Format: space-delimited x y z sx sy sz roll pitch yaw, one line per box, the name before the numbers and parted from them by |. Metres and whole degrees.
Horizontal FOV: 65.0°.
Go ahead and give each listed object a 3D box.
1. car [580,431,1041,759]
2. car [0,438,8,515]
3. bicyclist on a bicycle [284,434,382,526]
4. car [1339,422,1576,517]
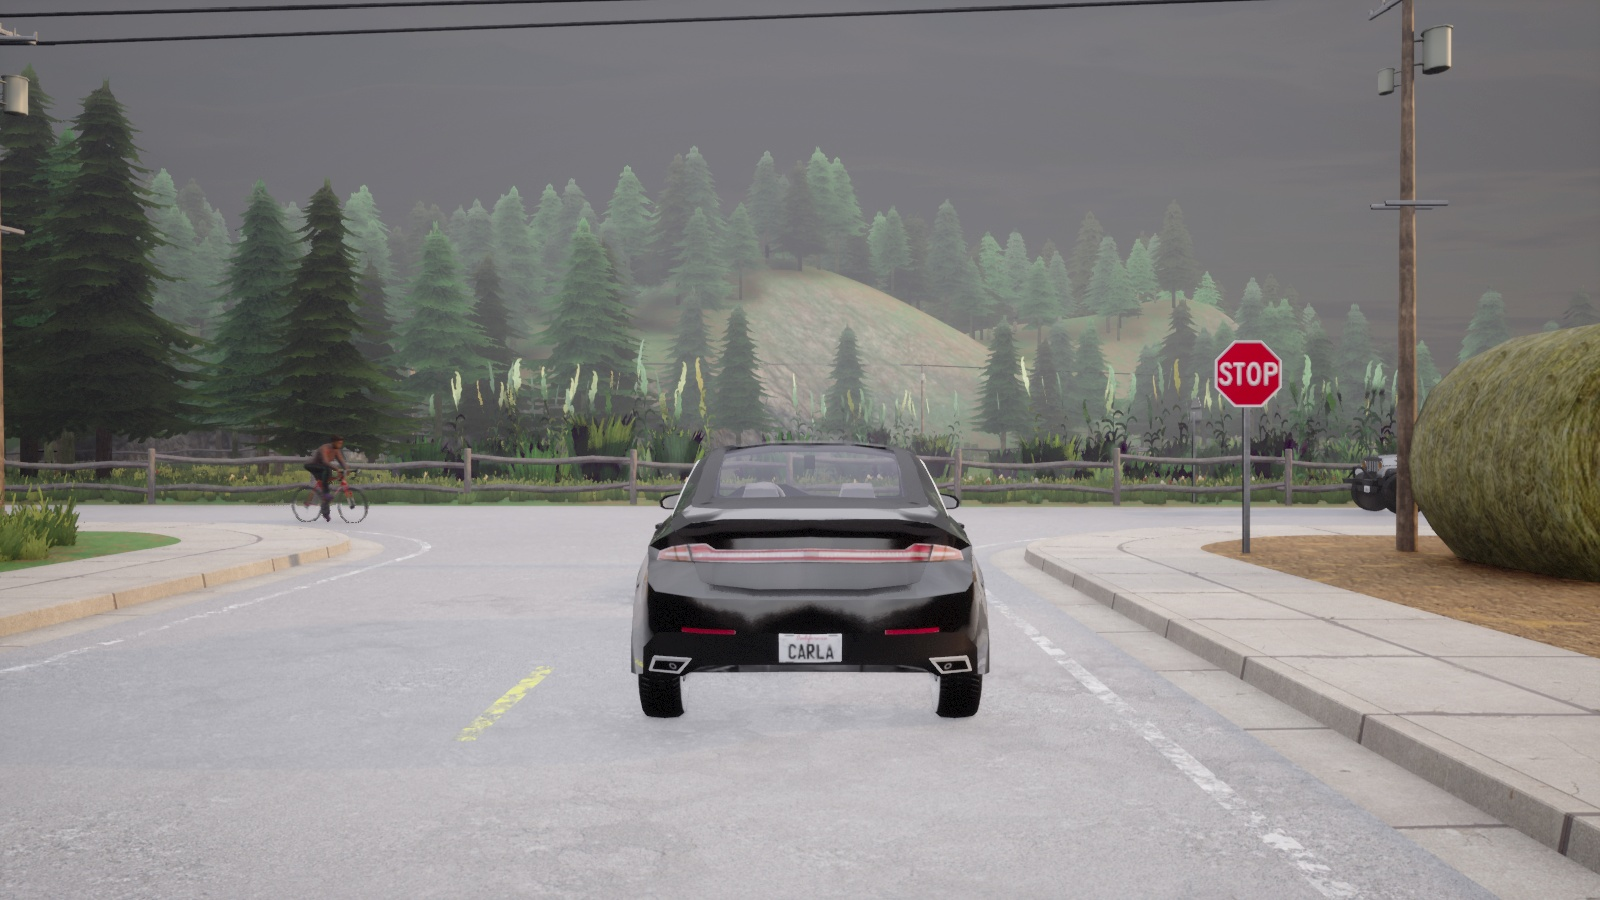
car | 0.062 0.656 8.241 2.128 1.511 4.902 0 0 0
car | -18.222 0.518 23.969 4.902 1.511 2.128 0 0 3
bicyclist on a bicycle | -8.485 0.530 22.819 1.656 1.620 0.582 1 2 17
car | 13.389 0.373 25.757 3.866 1.878 1.905 0 0 3
